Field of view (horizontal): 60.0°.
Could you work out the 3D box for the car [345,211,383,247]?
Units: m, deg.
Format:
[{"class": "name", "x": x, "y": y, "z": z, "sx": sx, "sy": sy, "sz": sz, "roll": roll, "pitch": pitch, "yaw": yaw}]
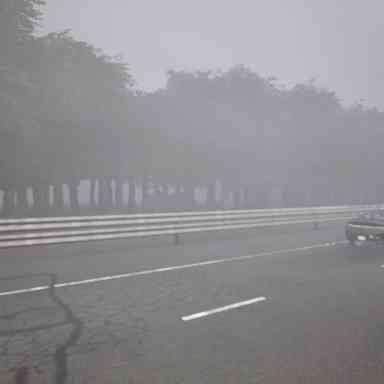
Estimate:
[{"class": "car", "x": 8.431, "y": 1.550, "z": 14.066, "sx": 4.902, "sy": 1.511, "sz": 2.128, "roll": 0, "pitch": 0, "yaw": -36}]
